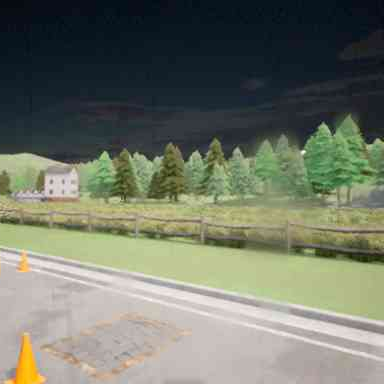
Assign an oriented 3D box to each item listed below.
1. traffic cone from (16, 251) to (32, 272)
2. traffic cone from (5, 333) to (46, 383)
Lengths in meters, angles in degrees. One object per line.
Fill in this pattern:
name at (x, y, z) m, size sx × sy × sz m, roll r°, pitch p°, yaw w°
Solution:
traffic cone at (-5.037, 2.073, 10.006) m, size 0.340 × 0.580 × 0.340 m, roll 0°, pitch -1°, yaw 37°
traffic cone at (-2.006, 2.005, 4.021) m, size 0.340 × 0.580 × 0.340 m, roll 0°, pitch -1°, yaw 37°
